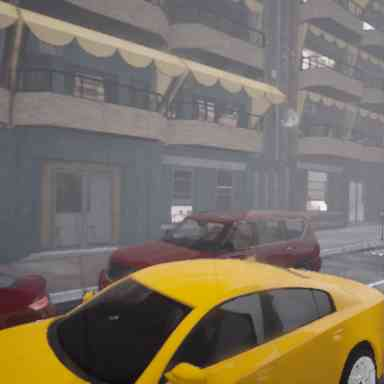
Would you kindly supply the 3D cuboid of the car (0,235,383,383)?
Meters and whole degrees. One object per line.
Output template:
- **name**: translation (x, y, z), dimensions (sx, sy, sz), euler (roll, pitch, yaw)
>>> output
- **car**: translation (-0.019, 1.491, 3.240), dimensions (5.008, 1.535, 1.882), euler (0, 0, -35)

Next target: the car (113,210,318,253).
- **car**: translation (0.676, 1.349, 7.017), dimensions (5.009, 1.841, 2.192), euler (1, 1, -35)

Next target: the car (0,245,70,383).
- **car**: translation (-3.827, 1.575, 3.816), dimensions (4.206, 1.307, 1.802), euler (1, 1, -35)
